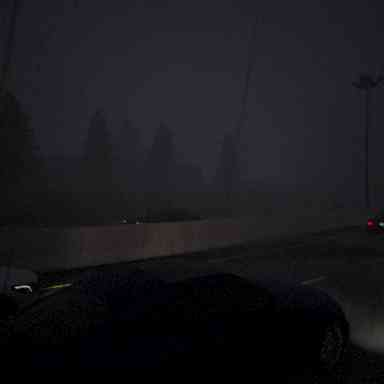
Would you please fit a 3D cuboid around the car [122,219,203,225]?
[{"bbox_3d":[-1.676,1.677,20.990,5.357,1.411,2.033,1,0,-43],"label":"car"}]

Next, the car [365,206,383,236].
[{"bbox_3d":[11.460,1.726,18.786,2.033,1.411,5.357,0,-1,44],"label":"car"}]

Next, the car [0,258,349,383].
[{"bbox_3d":[-0.030,1.551,3.925,4.674,1.442,1.812,0,0,-37],"label":"car"}]
